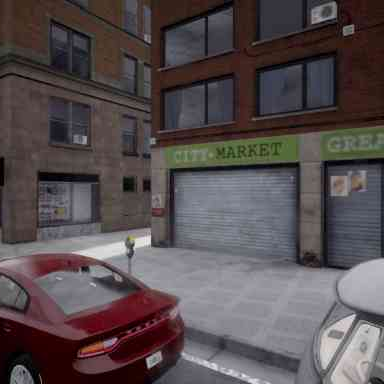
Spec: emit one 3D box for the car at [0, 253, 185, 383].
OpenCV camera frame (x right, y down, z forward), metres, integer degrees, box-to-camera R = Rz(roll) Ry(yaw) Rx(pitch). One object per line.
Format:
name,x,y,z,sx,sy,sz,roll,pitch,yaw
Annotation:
car,-2.192,1.544,4.639,4.507,1.381,1.887,0,0,35

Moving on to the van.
van,2.417,1.341,1.352,3.998,1.788,1.690,0,0,35
